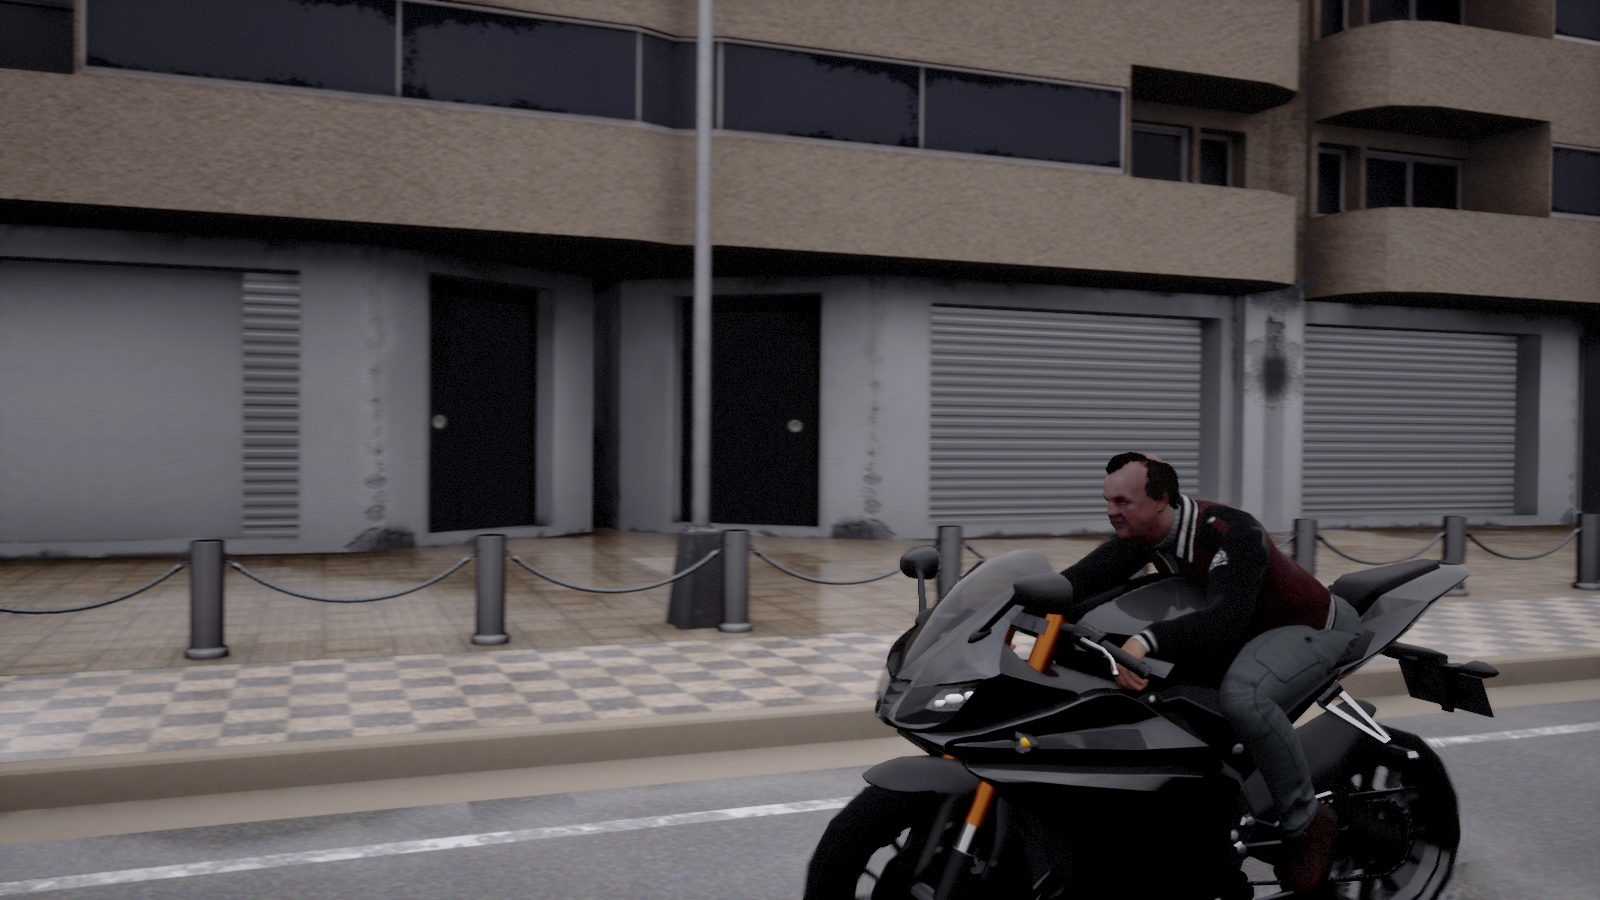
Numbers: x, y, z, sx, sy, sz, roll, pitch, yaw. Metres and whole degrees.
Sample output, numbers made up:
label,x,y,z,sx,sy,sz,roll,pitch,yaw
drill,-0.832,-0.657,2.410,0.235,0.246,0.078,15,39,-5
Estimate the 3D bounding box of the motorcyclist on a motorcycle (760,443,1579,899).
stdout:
label,x,y,z,sx,sy,sz,roll,pitch,yaw
motorcyclist on a motorcycle,1.071,0.762,3.645,2.191,1.530,0.866,-1,1,-21
